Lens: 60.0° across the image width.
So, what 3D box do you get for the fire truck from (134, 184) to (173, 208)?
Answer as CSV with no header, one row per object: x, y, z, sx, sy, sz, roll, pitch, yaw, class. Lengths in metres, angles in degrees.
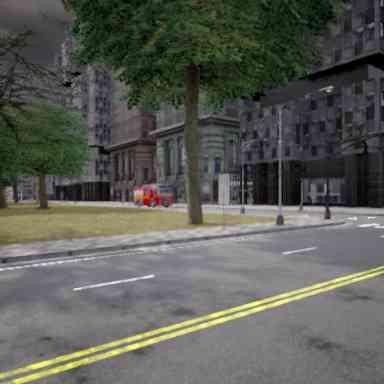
-6.493,0.644,54.648,2.891,3.827,8.468,0,0,-35,fire truck
